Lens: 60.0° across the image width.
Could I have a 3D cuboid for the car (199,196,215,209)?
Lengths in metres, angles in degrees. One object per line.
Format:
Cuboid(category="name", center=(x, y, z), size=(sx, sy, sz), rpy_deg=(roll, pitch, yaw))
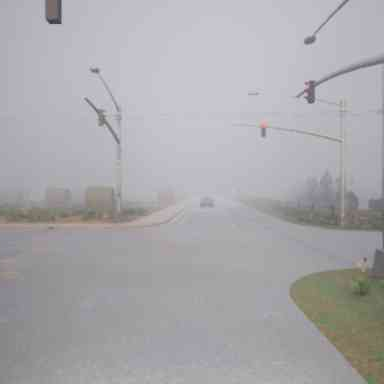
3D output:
Cuboid(category="car", center=(1.988, 1.312, 43.478), size=(1.882, 1.535, 5.008), rpy_deg=(0, 0, 3))
